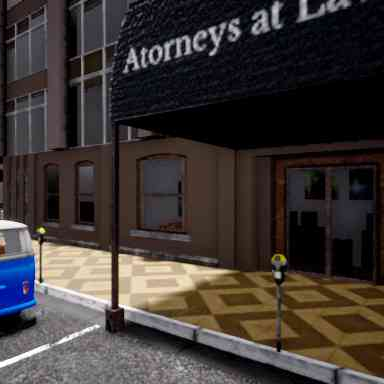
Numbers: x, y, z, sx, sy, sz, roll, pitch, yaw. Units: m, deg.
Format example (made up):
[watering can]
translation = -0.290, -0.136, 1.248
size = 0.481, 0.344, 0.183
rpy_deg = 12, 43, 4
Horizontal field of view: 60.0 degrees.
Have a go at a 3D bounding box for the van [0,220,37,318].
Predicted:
[van]
translation = -4.561, 1.346, 6.114
size = 3.998, 1.788, 1.690
rpy_deg = 0, 0, 35
